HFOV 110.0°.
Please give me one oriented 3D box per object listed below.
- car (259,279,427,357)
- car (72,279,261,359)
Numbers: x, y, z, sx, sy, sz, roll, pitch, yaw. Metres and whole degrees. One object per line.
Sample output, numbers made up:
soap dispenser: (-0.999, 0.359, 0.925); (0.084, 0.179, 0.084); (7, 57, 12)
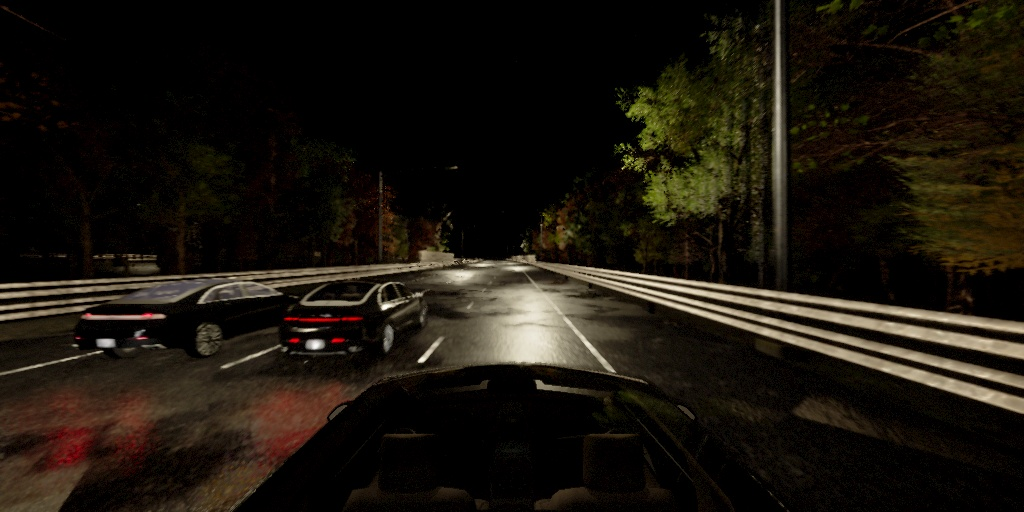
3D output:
car: (-3.398, 1.300, 8.618); (1.837, 1.490, 4.892); (0, 0, 0)
car: (-6.898, 1.285, 8.520); (2.128, 1.511, 4.902); (0, 0, 0)
